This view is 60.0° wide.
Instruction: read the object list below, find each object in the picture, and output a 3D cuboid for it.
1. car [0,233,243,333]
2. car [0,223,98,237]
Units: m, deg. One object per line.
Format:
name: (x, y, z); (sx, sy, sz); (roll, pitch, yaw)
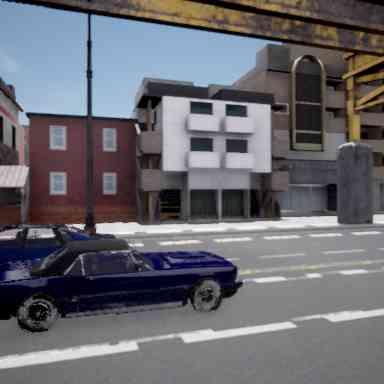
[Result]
car: (-1.440, 1.632, 6.597); (4.718, 1.301, 1.895); (0, 0, -17)
car: (-4.746, 1.606, 9.456); (5.357, 1.411, 2.033); (0, 0, -17)
